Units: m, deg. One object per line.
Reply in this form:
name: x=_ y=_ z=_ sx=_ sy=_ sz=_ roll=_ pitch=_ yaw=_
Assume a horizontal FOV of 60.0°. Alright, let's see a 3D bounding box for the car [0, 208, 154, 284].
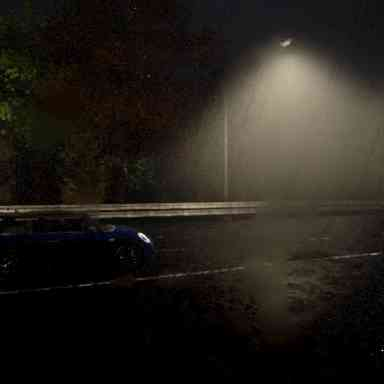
car: x=-3.393 y=1.296 z=9.410 sx=4.553 sy=1.767 sz=2.097 roll=0 pitch=0 yaw=-23
